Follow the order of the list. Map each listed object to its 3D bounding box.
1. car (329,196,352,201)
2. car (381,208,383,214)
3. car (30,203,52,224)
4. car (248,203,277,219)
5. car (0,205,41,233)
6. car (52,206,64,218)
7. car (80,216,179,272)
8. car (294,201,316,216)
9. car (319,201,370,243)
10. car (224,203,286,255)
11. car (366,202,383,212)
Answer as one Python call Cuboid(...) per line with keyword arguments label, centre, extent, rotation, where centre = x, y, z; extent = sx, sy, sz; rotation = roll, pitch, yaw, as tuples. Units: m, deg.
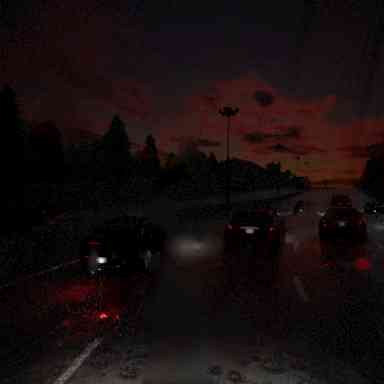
Cuboid(label="car", centre=(17.370, 1.413, 38.949), extent=(2.150, 2.045, 5.566), rotation=(0, 0, 24))
Cuboid(label="car", centre=(12.072, 1.829, 18.644), extent=(1.895, 1.301, 4.718), rotation=(0, 0, 25))
Cuboid(label="car", centre=(-12.482, 1.653, 23.588), extent=(1.994, 1.385, 4.181), rotation=(0, 0, 22))
Cuboid(label="car", centre=(7.113, 1.796, 33.161), extent=(1.895, 1.301, 4.718), rotation=(0, 0, 24))
Cuboid(label="car", centre=(-10.868, 1.629, 18.314), extent=(1.994, 1.385, 4.181), rotation=(0, -1, 19))
Cuboid(label="car", centre=(-13.800, 1.702, 29.526), extent=(1.895, 1.301, 4.718), rotation=(0, 0, 24))
Cuboid(label="car", centre=(-1.826, 1.577, 11.165), extent=(1.837, 1.490, 4.892), rotation=(0, -1, 14))
Cuboid(label="car", centre=(12.074, 1.705, 35.675), extent=(1.837, 1.490, 4.892), rotation=(0, 0, 24))
Cuboid(label="car", centre=(7.944, 1.557, 17.703), extent=(2.097, 1.767, 4.553), rotation=(0, 0, 23))
Cuboid(label="car", centre=(2.835, 1.498, 14.262), extent=(2.097, 1.767, 4.553), rotation=(1, -1, 19))
Cuboid(label="car", centre=(21.125, 1.800, 38.776), extent=(1.895, 1.301, 4.718), rotation=(0, 0, 24))
